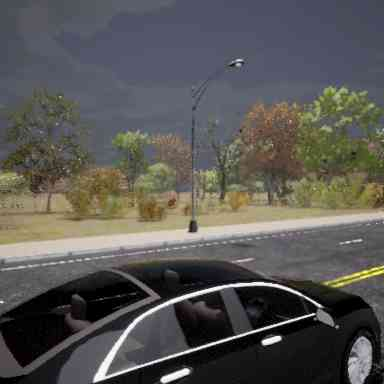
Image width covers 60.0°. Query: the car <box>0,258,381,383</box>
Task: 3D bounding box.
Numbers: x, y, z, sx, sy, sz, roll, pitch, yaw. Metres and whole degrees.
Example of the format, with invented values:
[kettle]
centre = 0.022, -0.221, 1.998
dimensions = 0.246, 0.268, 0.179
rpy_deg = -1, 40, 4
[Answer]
[car]
centre = 0.142, 1.498, 3.552
dimensions = 4.892, 1.490, 1.837
rpy_deg = 0, 0, -36
